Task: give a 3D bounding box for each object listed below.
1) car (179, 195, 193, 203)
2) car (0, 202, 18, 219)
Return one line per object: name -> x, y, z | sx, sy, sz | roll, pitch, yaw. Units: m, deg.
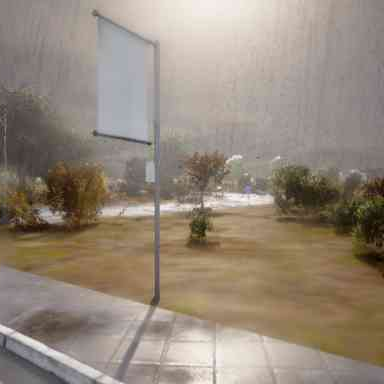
car -> -0.332, 1.278, 59.050 | 1.837, 1.490, 4.892 | 0, 1, 37
car -> -14.015, 1.420, 25.083 | 1.837, 1.490, 4.892 | 0, 0, 39
